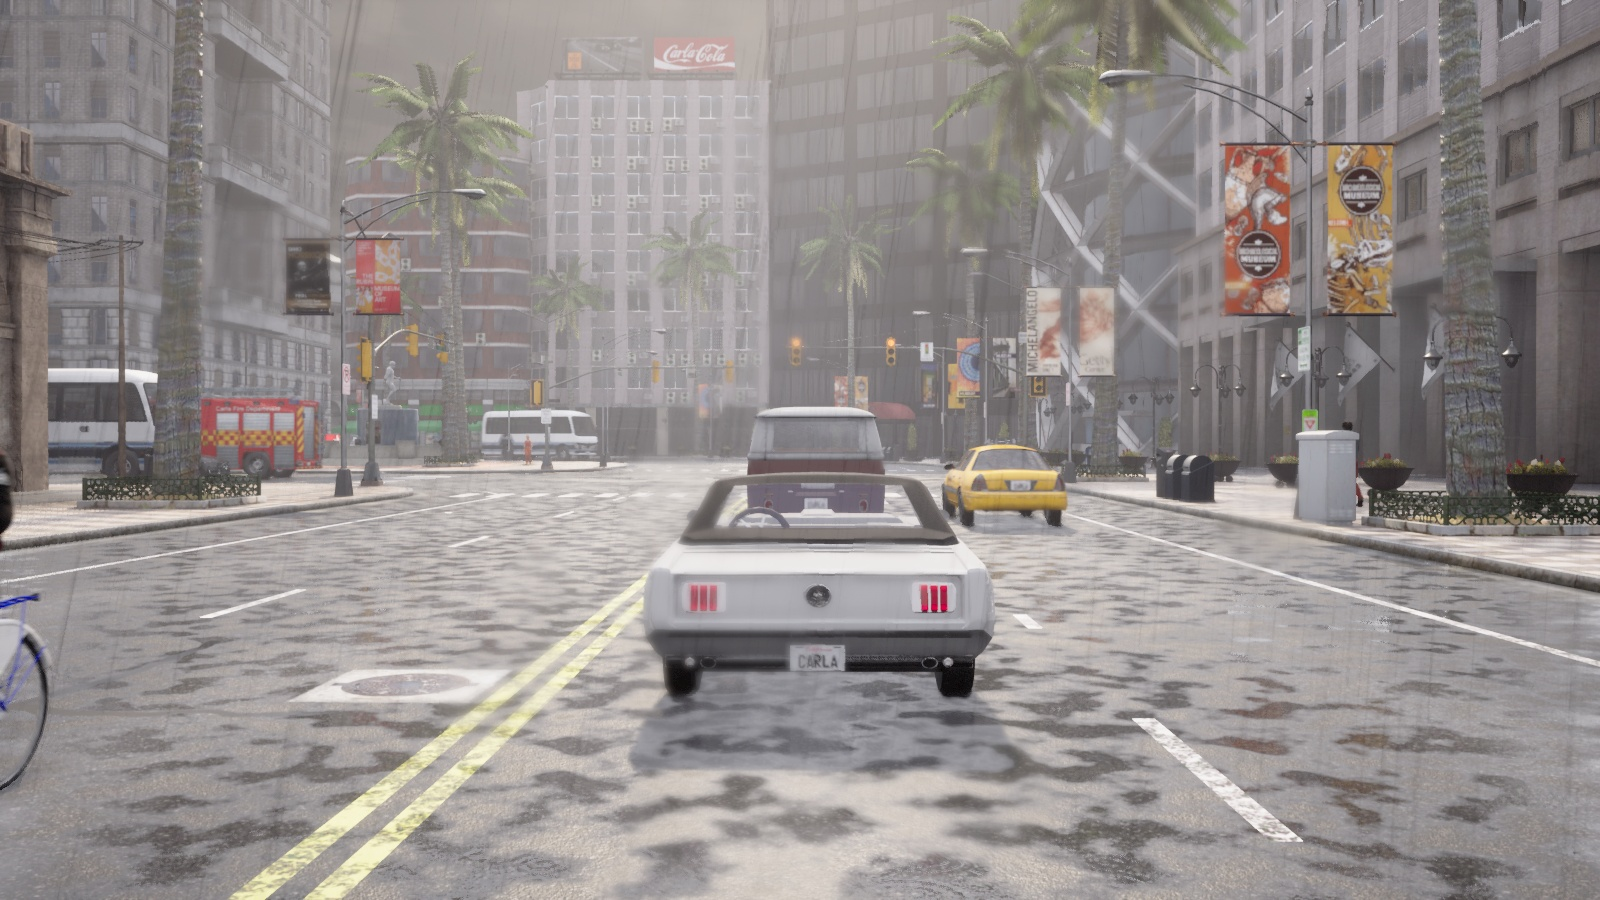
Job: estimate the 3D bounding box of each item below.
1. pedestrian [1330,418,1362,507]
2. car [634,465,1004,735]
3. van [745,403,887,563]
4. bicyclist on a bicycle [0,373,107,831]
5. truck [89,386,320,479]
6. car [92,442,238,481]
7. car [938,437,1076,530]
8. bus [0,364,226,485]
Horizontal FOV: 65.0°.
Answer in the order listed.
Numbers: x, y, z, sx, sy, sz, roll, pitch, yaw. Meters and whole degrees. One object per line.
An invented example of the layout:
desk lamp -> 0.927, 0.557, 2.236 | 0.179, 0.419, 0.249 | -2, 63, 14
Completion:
pedestrian -> 11.485, 0.263, 26.408 | 0.353, 1.847, 0.614 | 0, 0, -5
car -> 0.125, 0.797, 8.803 | 1.895, 1.301, 4.718 | 0, 0, 1
van -> 0.224, 0.399, 17.841 | 1.775, 1.987, 4.442 | 0, 0, 1
bicyclist on a bicycle -> -3.433, 0.588, 4.685 | 0.659, 1.776, 1.843 | 0, 0, 1
truck -> -25.227, -0.741, 53.471 | 8.468, 3.827, 2.891 | 0, 0, 0
car -> -25.251, 0.449, 49.998 | 4.892, 1.490, 1.837 | 0, 0, 1
car -> 3.789, 0.554, 23.872 | 1.801, 1.575, 5.366 | 0, 0, 1
bus -> -27.301, -0.914, 46.485 | 10.273, 4.253, 3.944 | 0, 0, 0
